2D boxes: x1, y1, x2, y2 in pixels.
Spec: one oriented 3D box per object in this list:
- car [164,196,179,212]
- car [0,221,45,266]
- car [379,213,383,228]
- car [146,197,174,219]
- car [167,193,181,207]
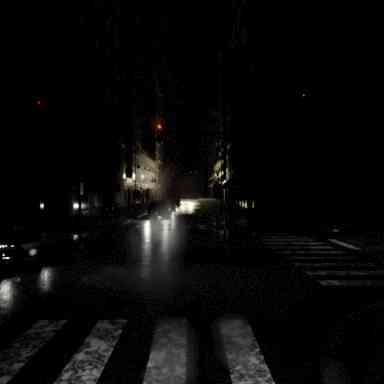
[{"bbox_3d":[-2.866,1.511,39.159,1.812,1.442,4.674,0,0,0],"label":"car"},{"bbox_3d":[-7.003,1.507,10.507,4.902,1.511,2.128,0,0,17],"label":"car"},{"bbox_3d":[12.337,1.282,16.900,5.009,1.841,2.192,0,0,0],"label":"car"},{"bbox_3d":[-2.867,1.497,29.293,1.837,1.490,4.892,0,0,0],"label":"car"},{"bbox_3d":[-2.877,1.197,49.559,2.150,2.045,5.566,0,0,0],"label":"car"}]
